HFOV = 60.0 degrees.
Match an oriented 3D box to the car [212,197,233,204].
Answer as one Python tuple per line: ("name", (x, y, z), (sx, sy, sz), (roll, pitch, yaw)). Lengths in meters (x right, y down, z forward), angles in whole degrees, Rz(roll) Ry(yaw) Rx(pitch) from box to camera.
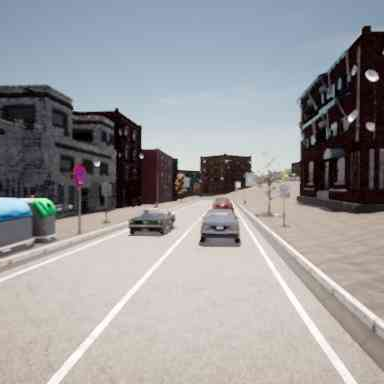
("car", (3.237, 1.354, 35.211), (2.097, 1.767, 4.553), (0, 0, 6))

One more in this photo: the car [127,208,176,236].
("car", (-2.114, 1.571, 18.588), (1.895, 1.301, 4.718), (0, 0, 6))

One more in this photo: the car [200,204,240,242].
("car", (1.393, 1.549, 16.466), (2.033, 1.411, 5.357), (0, 0, 5))
